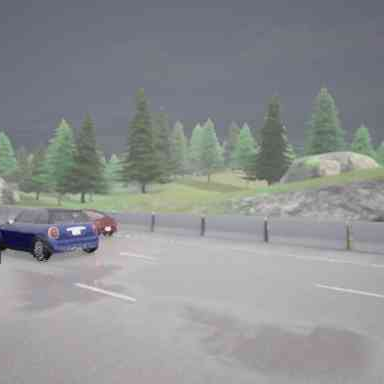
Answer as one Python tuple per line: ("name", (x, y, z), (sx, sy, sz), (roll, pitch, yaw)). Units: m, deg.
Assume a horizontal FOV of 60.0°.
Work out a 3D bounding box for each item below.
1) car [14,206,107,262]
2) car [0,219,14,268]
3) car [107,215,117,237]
("car", (-5.602, 1.369, 12.489), (4.553, 1.767, 2.097), (0, 0, 37))
("car", (-7.230, 1.474, 9.338), (5.008, 1.535, 1.882), (0, 0, 37))
("car", (-5.784, 1.564, 16.989), (4.674, 1.442, 1.812), (0, 0, 37))
